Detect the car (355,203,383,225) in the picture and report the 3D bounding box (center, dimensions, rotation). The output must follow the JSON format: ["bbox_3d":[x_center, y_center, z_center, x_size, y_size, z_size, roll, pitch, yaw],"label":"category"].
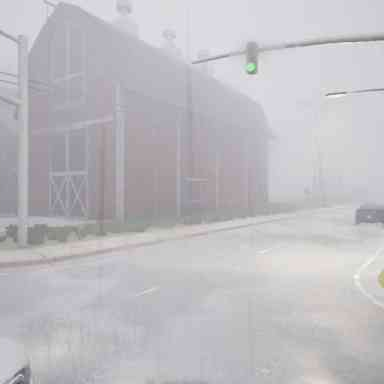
[{"bbox_3d":[12.988,1.504,23.620,1.882,1.535,5.008,0,0,36],"label":"car"}]

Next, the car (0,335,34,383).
[{"bbox_3d":[-3.196,1.562,1.561,1.812,1.442,4.674,0,0,36],"label":"car"}]
